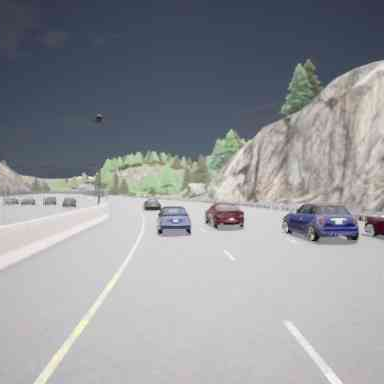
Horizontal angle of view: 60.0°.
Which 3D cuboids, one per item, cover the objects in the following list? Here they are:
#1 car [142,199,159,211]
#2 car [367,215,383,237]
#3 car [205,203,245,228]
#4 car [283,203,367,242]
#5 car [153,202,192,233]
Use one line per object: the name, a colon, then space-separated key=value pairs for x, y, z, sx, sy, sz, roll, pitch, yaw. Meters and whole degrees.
car: x=-5.118 y=1.573 z=42.154 sx=1.994 sy=1.385 sz=4.181 roll=0 pitch=0 yaw=-13
car: x=9.858 y=1.455 z=14.902 sx=1.882 sy=1.535 sz=5.008 roll=0 pitch=0 yaw=-4
car: x=2.066 y=1.472 z=22.258 sx=1.882 sy=1.535 sz=5.008 roll=0 pitch=0 yaw=-7
car: x=6.190 y=1.337 z=16.549 sx=2.097 sy=1.767 sz=4.553 roll=0 pitch=0 yaw=-5
car: x=-1.128 y=1.549 z=19.794 sx=2.033 sy=1.411 sz=5.357 roll=0 pitch=0 yaw=-6
